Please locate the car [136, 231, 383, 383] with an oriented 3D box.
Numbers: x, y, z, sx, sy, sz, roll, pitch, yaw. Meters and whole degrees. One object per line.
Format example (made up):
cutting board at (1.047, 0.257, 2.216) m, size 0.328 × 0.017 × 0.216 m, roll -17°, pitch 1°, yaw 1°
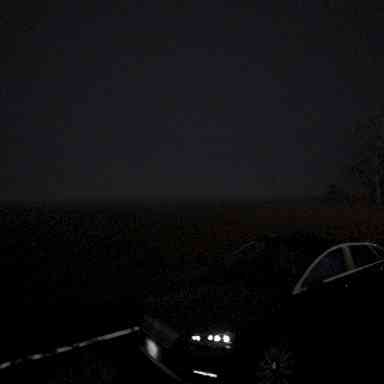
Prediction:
car at (1.571, 1.420, 5.070) m, size 4.902 × 1.511 × 2.128 m, roll -1°, pitch 1°, yaw -35°
